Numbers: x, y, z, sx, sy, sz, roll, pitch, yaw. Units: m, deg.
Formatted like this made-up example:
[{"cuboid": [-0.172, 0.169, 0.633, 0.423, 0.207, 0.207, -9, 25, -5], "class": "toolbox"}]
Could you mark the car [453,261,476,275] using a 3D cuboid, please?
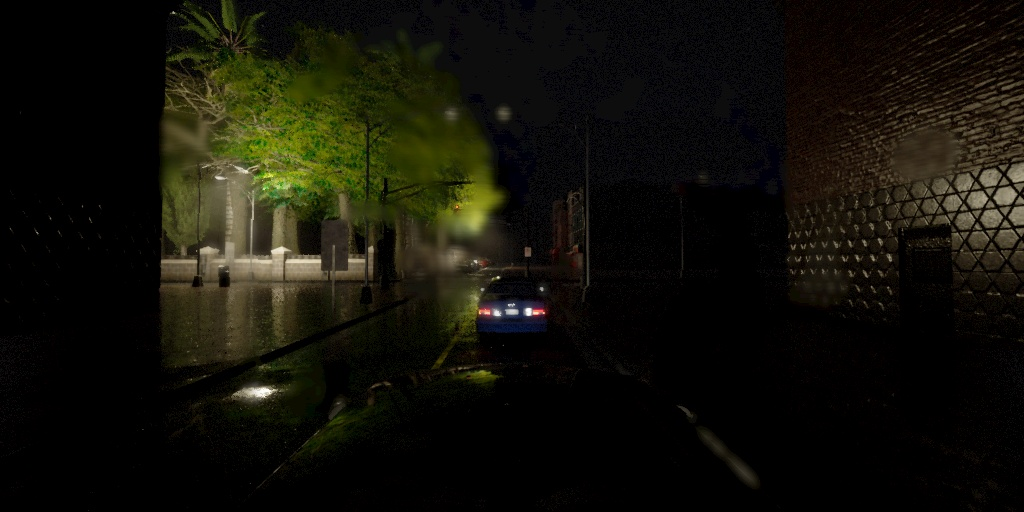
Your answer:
[{"cuboid": [-5.496, 1.333, 39.855, 2.007, 1.370, 4.403, 0, 0, 0], "class": "car"}]

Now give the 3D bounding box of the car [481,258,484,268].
[{"cuboid": [-5.560, 1.371, 52.441, 1.948, 1.339, 4.313, 0, 0, 0], "class": "car"}]

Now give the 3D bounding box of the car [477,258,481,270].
[{"cuboid": [-5.521, 1.345, 46.991, 2.007, 1.370, 4.403, 0, 0, 0], "class": "car"}]

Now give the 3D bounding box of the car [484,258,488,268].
[{"cuboid": [-5.639, 1.417, 63.340, 1.802, 1.307, 4.207, 0, 0, 0], "class": "car"}]

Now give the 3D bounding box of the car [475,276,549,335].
[{"cuboid": [0.026, 1.301, 10.532, 2.033, 1.411, 5.357, 0, 0, 1], "class": "car"}]
